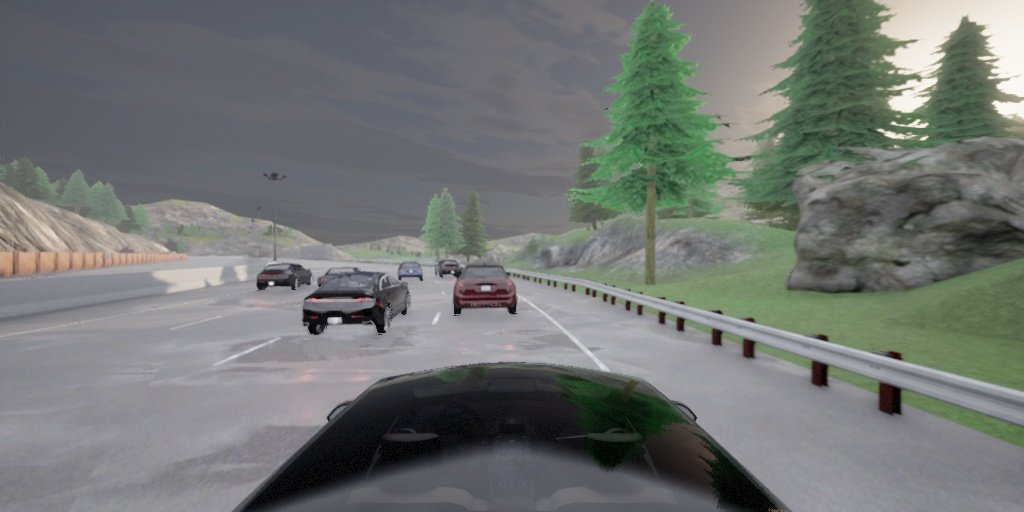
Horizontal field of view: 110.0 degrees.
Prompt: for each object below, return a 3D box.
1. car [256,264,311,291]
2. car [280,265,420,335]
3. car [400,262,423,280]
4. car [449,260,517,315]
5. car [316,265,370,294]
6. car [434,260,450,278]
[{"bbox_3d":[-13.335,1.177,21.275,1.837,1.490,4.892,0,0,-15],"label":"car"},{"bbox_3d":[-4.208,1.202,10.377,2.128,1.511,4.902,0,0,-6],"label":"car"},{"bbox_3d":[-8.155,1.158,28.487,2.033,1.411,5.357,0,0,-19],"label":"car"},{"bbox_3d":[-1.103,1.033,13.460,2.097,1.767,4.553,0,0,-7],"label":"car"},{"bbox_3d":[-9.476,1.265,20.510,1.895,1.301,4.718,0,0,-13],"label":"car"},{"bbox_3d":[-5.748,1.086,31.879,1.837,1.490,4.892,0,0,-19],"label":"car"}]
